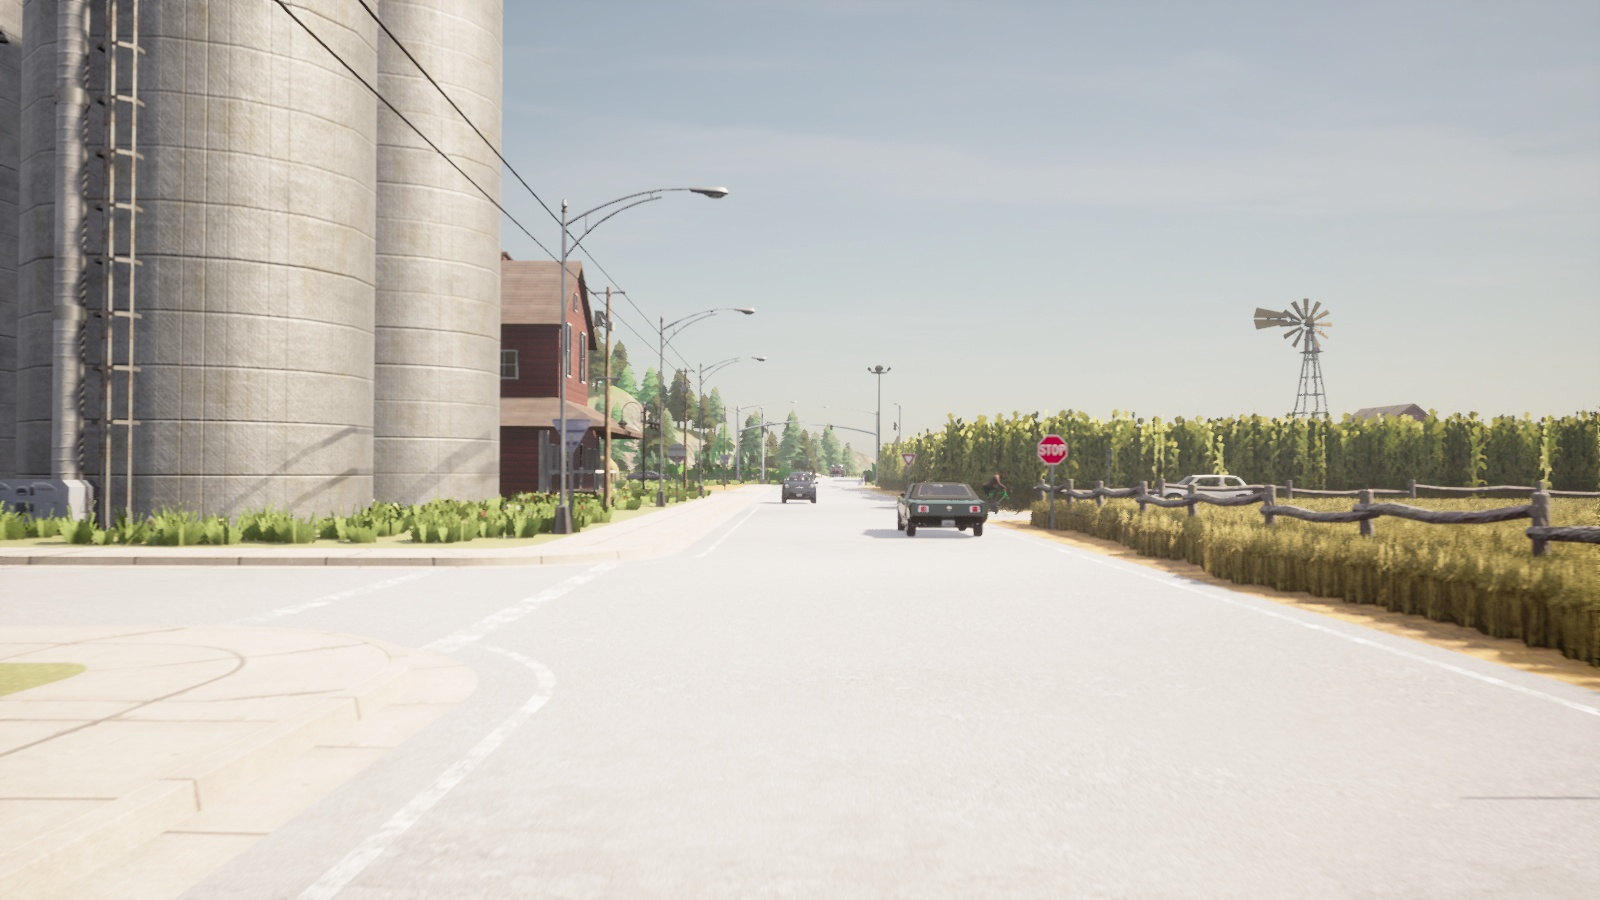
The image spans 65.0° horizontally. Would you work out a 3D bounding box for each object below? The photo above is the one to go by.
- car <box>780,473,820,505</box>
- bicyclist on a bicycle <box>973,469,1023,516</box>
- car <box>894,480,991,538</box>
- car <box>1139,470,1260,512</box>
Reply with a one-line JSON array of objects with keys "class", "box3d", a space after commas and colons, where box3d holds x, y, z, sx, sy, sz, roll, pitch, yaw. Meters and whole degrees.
[{"class": "car", "box3d": [-0.023, 1.839, 60.370, 1.845, 1.501, 3.633, 0, -1, -1]}, {"class": "bicyclist on a bicycle", "box3d": [6.891, 1.472, 43.702, 1.656, 1.620, 0.582, 0, -2, 12]}, {"class": "car", "box3d": [3.489, 1.430, 31.614, 1.895, 1.301, 4.718, 0, -1, 0]}, {"class": "car", "box3d": [14.686, 1.497, 46.310, 3.806, 1.475, 1.970, 0, -1, 0]}]
